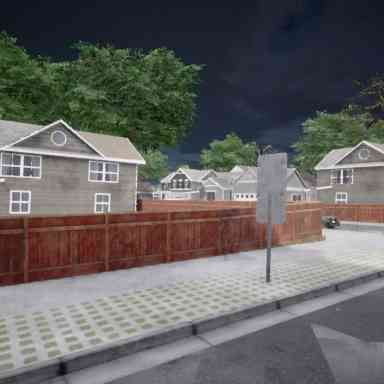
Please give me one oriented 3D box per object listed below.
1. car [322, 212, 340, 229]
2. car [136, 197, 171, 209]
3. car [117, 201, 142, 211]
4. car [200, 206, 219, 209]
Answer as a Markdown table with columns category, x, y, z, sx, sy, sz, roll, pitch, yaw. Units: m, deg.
| category | x | y | z | sx | sy | sz | roll | pitch | yaw |
| --- | --- | --- | --- | --- | --- | --- | --- | --- | --- |
| car | 7.751 | 1.726 | 22.568 | 1.994 | 1.385 | 4.181 | 3 | -2 | -36 |
| car | -4.426 | 1.615 | 39.402 | 2.150 | 2.045 | 5.566 | 3 | -2 | -37 |
| car | -9.613 | 2.130 | 50.821 | 1.812 | 1.442 | 4.674 | 3 | -2 | -38 |
| car | 1.881 | 1.886 | 30.855 | 1.895 | 1.301 | 4.718 | 2 | -2 | -36 |
